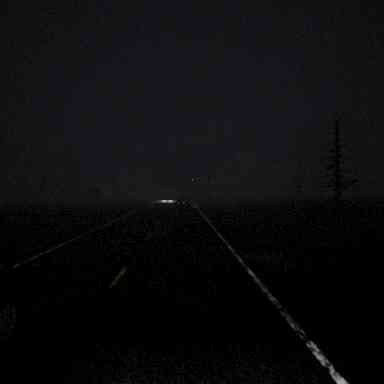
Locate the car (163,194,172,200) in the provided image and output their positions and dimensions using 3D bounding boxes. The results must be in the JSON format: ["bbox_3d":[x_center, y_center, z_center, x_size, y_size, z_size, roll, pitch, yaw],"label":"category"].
[{"bbox_3d":[-5.613,1.217,76.739,1.895,1.301,4.718,-1,0,-2],"label":"car"}]

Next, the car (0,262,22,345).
[{"bbox_3d":[-3.651,1.571,3.687,1.812,1.442,4.674,-1,0,-1],"label":"car"}]

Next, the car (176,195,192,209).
[{"bbox_3d":[-1.007,1.308,41.394,2.033,1.411,5.357,-1,0,-2],"label":"car"}]

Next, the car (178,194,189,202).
[{"bbox_3d":[-1.690,1.194,64.041,1.994,1.385,4.181,-1,0,-1],"label":"car"}]
